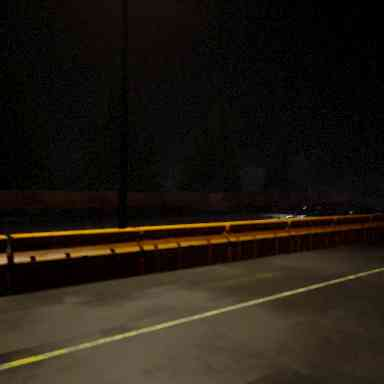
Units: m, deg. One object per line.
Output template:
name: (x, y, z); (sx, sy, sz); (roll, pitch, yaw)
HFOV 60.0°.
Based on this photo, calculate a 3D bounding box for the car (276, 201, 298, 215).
car: (12.018, 1.828, 39.606); (5.008, 1.535, 1.882); (1, 0, -42)

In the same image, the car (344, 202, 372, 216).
car: (18.066, 1.871, 35.651); (4.902, 1.511, 2.128); (1, 0, -43)

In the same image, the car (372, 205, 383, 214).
car: (19.670, 1.878, 32.380); (4.892, 1.490, 1.837); (1, 0, -42)

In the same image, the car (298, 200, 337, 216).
car: (14.182, 1.705, 36.861); (4.553, 1.767, 2.097); (1, -1, -42)
